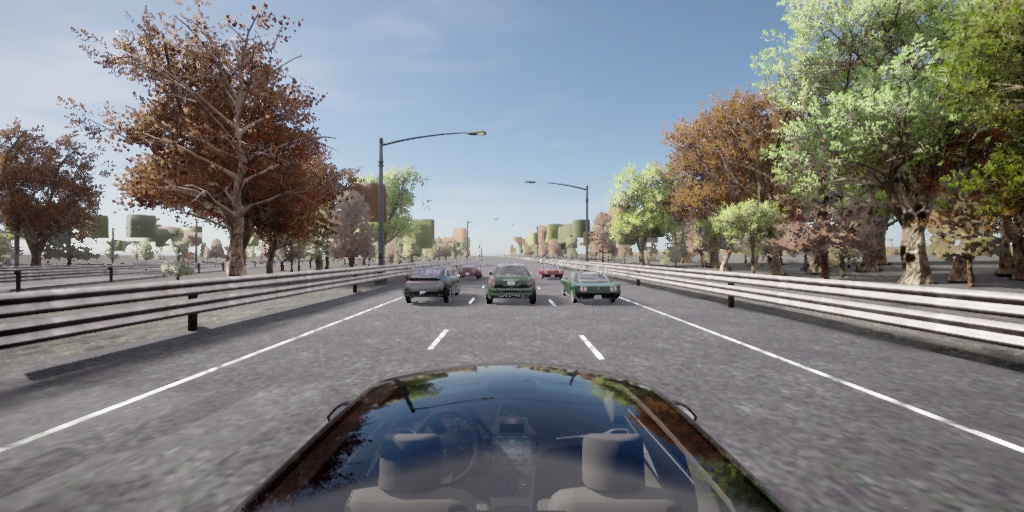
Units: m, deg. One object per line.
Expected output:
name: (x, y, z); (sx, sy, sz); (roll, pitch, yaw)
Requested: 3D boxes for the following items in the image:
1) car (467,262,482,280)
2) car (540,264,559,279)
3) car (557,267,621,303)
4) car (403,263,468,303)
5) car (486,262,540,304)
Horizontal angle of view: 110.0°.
car: (-3.675, 1.280, 31.591); (1.812, 1.442, 4.674); (0, 0, -1)
car: (3.324, 1.364, 31.702); (1.895, 1.301, 4.718); (0, 0, -1)
car: (3.455, 1.368, 16.652); (1.895, 1.301, 4.718); (0, 0, 0)
car: (-3.544, 1.246, 16.581); (2.128, 1.511, 4.902); (0, 0, 0)
car: (-0.044, 1.117, 16.572); (2.097, 1.767, 4.553); (0, 0, 0)
